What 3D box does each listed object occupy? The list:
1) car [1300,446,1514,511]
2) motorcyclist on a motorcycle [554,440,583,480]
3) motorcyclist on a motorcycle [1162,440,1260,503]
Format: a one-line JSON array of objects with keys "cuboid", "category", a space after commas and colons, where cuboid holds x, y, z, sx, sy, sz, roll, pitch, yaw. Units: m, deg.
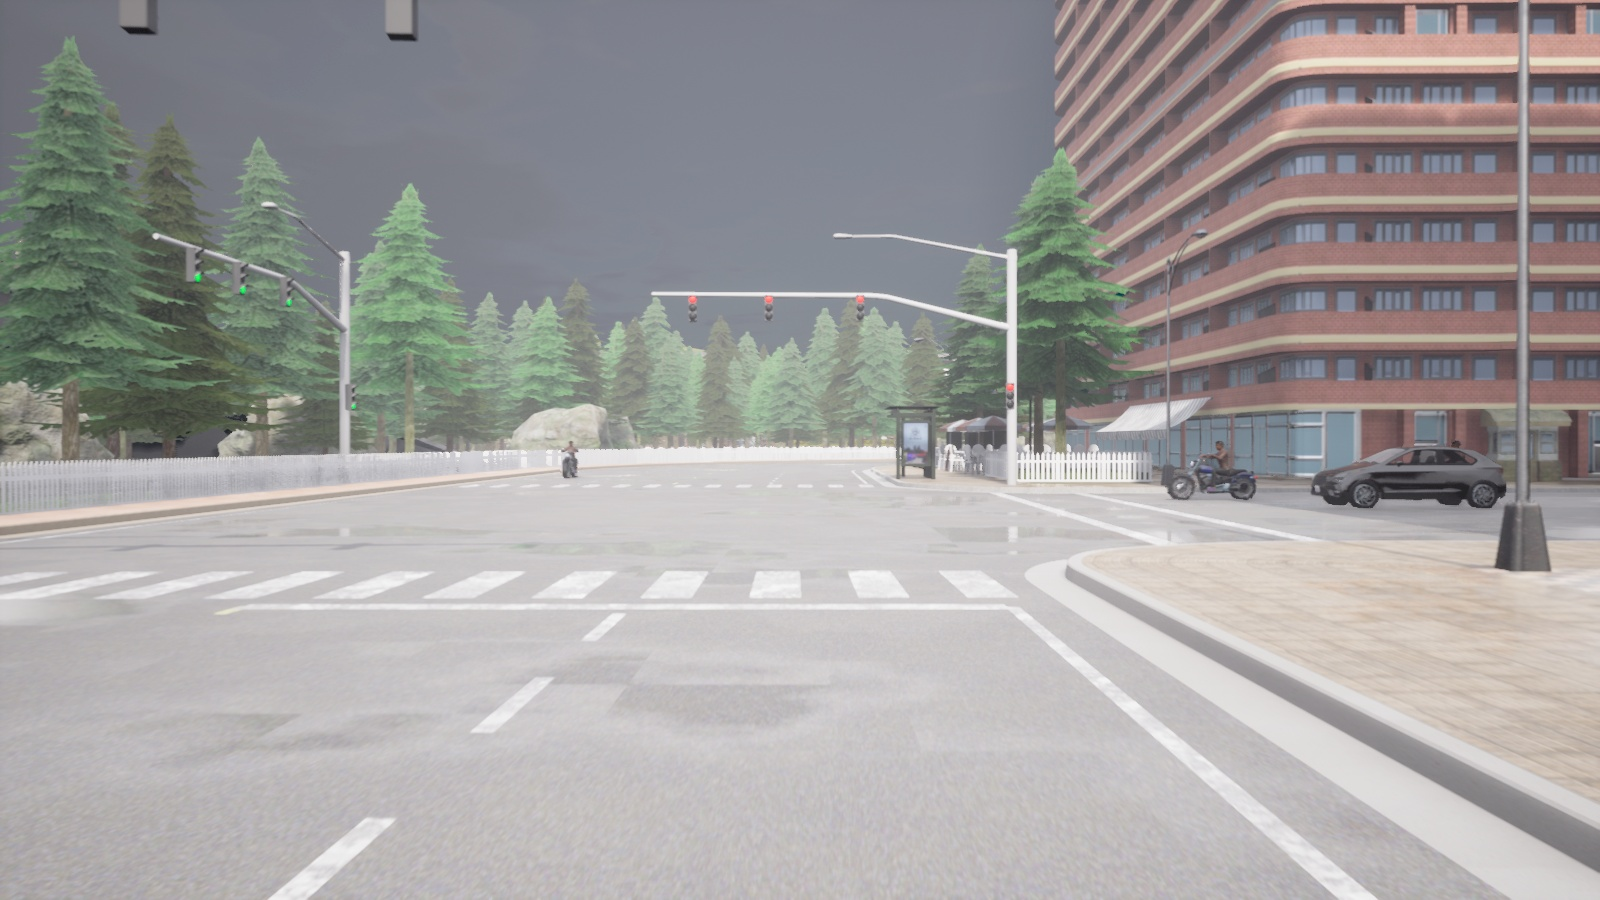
[{"cuboid": [14.363, 0.660, 29.887, 4.193, 1.474, 1.816, 0, 0, 1], "category": "car"}, {"cuboid": [-9.738, 0.390, 52.918, 0.766, 1.649, 2.350, 0, 0, 1], "category": "motorcyclist on a motorcycle"}, {"cuboid": [10.933, 0.573, 33.436, 2.350, 1.649, 0.766, 0, 0, 1], "category": "motorcyclist on a motorcycle"}]
